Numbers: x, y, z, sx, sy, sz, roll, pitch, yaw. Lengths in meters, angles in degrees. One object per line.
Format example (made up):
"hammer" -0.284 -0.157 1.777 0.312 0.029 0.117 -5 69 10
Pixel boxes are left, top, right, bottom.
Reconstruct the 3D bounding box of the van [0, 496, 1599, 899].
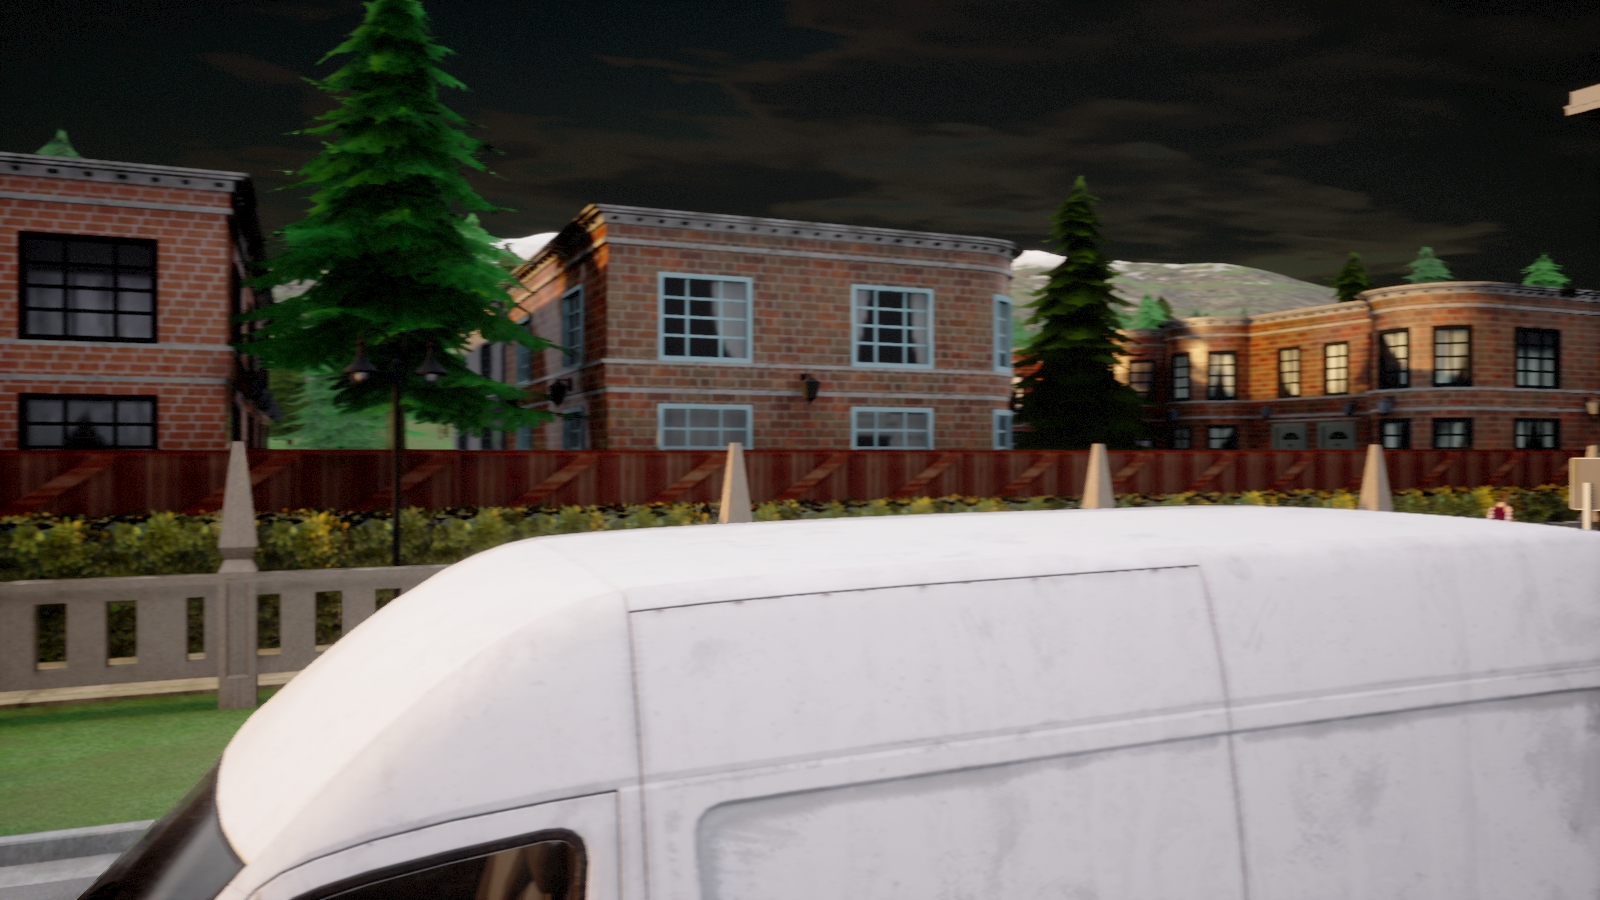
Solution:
"van" -0.120 1.539 3.390 5.915 2.561 1.988 -1 1 -21

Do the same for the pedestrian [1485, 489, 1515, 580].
"pedestrian" 14.545 1.738 23.752 0.375 1.860 0.375 0 0 -24
